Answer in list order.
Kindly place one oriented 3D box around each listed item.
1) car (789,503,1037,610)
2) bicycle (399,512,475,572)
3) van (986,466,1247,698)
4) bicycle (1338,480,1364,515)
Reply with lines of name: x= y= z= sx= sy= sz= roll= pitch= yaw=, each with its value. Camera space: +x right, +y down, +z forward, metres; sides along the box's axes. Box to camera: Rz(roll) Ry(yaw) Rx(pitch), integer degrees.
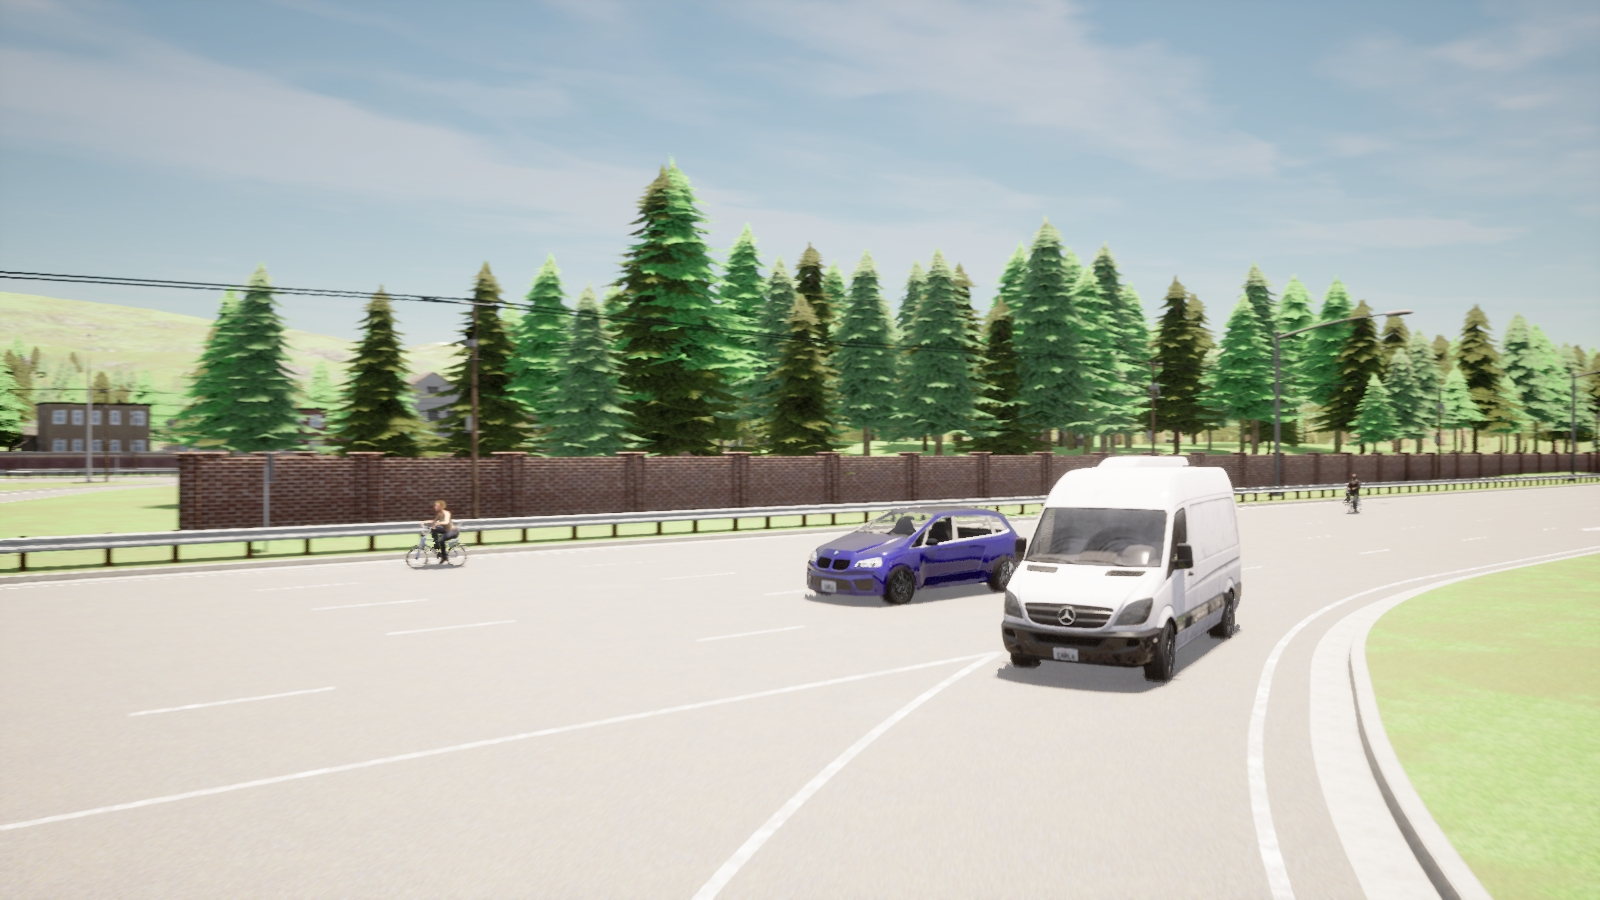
car: x=2.269 y=1.970 z=22.307 sx=4.611 sy=1.667 sz=2.242 roll=0 pitch=0 yaw=-40
bicycle: x=-8.543 y=2.147 z=26.889 sx=1.487 sy=1.276 sz=0.859 roll=0 pitch=0 yaw=-41
van: x=4.664 y=1.540 z=16.013 sx=1.988 sy=2.561 sz=5.915 roll=0 pitch=0 yaw=31
bicycle: x=24.255 y=2.089 z=50.251 sx=1.835 sy=1.471 sz=0.329 roll=0 pitch=0 yaw=-41
